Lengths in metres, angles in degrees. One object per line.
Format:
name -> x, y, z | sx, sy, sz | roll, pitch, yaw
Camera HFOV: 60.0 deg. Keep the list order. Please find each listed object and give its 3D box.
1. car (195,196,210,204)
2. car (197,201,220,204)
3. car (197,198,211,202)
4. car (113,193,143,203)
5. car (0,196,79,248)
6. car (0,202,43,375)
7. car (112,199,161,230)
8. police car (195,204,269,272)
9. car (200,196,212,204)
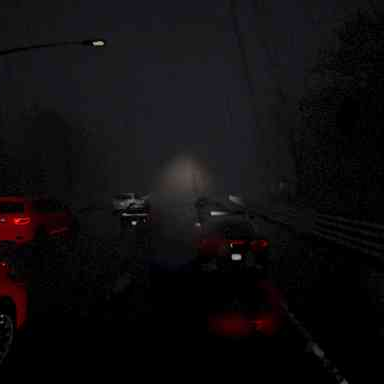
car -> 1.488, 1.487, 46.886 | 1.994, 1.385, 4.181 | 0, 0, 4
car -> 1.358, 1.485, 20.593 | 1.812, 1.442, 4.674 | 0, 0, 2
car -> 1.547, 1.455, 26.514 | 1.837, 1.490, 4.892 | 0, 0, 2
car -> -6.150, 1.156, 32.577 | 2.150, 2.045, 5.566 | 0, -1, 2
car -> -6.732, 1.190, 14.192 | 2.150, 2.045, 5.566 | 0, 0, 1
car -> -3.378, 1.216, 2.239 | 2.150, 2.045, 5.566 | 0, 0, 0
car -> -3.075, 1.450, 20.540 | 2.128, 1.511, 4.902 | 0, 0, 2
police car -> 1.143, 1.402, 10.830 | 1.930, 1.638, 5.238 | 0, 0, 1
car -> 2.627, 1.457, 62.899 | 2.033, 1.411, 5.357 | 0, 0, 5
